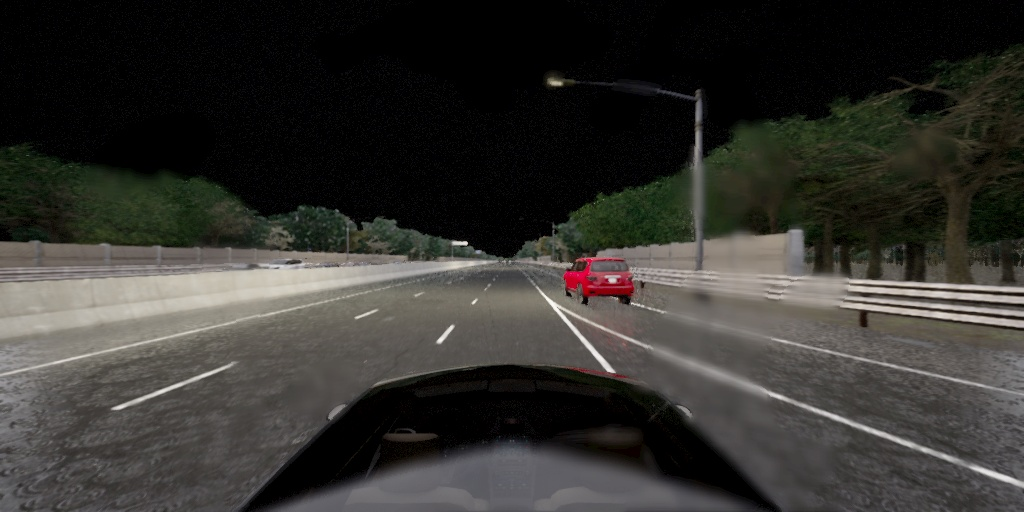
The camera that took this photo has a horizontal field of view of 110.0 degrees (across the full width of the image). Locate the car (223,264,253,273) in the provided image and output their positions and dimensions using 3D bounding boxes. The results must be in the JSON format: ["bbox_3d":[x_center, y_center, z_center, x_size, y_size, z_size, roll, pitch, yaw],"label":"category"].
[{"bbox_3d":[-28.058,1.601,37.801,1.812,1.442,4.674,0,-1,0],"label":"car"}]

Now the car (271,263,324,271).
[{"bbox_3d":[-21.076,1.655,35.474,1.895,1.301,4.718,0,-1,0],"label":"car"}]

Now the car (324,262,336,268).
[{"bbox_3d":[-28.051,1.718,54.583,2.128,1.511,4.902,0,-1,0],"label":"car"}]

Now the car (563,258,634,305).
[{"bbox_3d":[3.921,1.105,17.108,2.150,2.045,5.566,0,0,-3],"label":"car"}]

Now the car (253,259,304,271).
[{"bbox_3d":[-24.557,1.307,38.621,2.150,2.045,5.566,0,-1,0],"label":"car"}]

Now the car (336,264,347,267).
[{"bbox_3d":[-24.559,1.710,55.348,1.882,1.535,5.008,0,0,1],"label":"car"}]

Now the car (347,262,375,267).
[{"bbox_3d":[-21.070,1.686,51.275,2.128,1.511,4.902,0,0,0],"label":"car"}]
